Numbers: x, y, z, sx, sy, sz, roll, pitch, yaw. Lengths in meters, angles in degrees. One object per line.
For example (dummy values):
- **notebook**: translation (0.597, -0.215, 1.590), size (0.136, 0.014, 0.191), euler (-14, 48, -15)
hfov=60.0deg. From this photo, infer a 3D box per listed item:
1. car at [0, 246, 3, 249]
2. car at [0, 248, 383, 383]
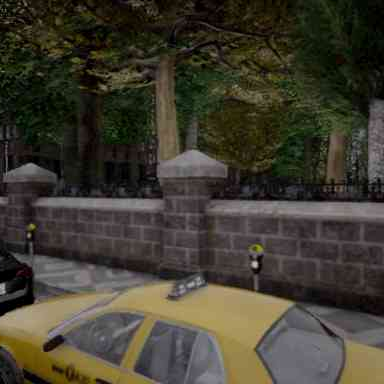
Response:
- **car**: translation (-4.663, 1.506, 6.096), size (4.313, 1.339, 1.947), euler (0, 1, 34)
- **car**: translation (-0.256, 1.469, 3.175), size (4.829, 1.417, 1.752), euler (0, 1, 34)
